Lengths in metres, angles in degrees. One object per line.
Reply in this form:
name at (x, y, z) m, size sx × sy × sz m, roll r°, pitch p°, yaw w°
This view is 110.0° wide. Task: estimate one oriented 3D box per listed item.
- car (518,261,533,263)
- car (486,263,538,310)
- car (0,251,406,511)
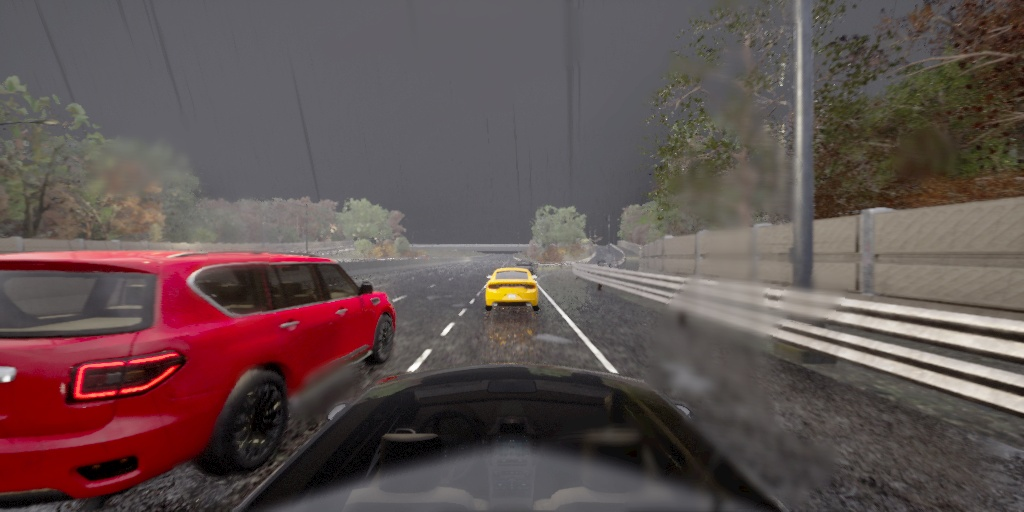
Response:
car at (1.471, 1.241, 36.652) m, size 2.128 × 1.511 × 4.902 m, roll 0°, pitch -1°, yaw 10°
car at (0.001, 1.219, 14.649) m, size 1.882 × 1.535 × 5.008 m, roll 0°, pitch 0°, yaw 0°
car at (-3.401, 0.969, 4.887) m, size 2.150 × 2.045 × 5.566 m, roll 0°, pitch 0°, yaw 0°
